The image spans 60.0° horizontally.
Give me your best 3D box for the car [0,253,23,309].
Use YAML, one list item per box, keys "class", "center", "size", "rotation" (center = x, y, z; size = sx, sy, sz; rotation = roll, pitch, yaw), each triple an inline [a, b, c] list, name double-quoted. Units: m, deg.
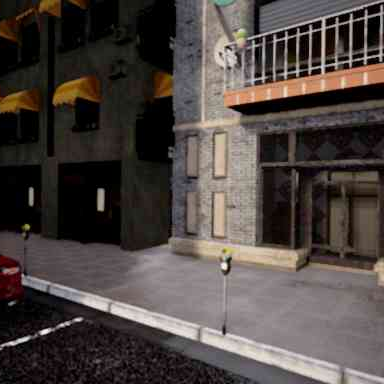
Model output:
- class: "car"
  center: [-5.106, 1.499, 6.502]
  size: [4.507, 1.381, 1.887]
  rotation: [0, 1, 35]
